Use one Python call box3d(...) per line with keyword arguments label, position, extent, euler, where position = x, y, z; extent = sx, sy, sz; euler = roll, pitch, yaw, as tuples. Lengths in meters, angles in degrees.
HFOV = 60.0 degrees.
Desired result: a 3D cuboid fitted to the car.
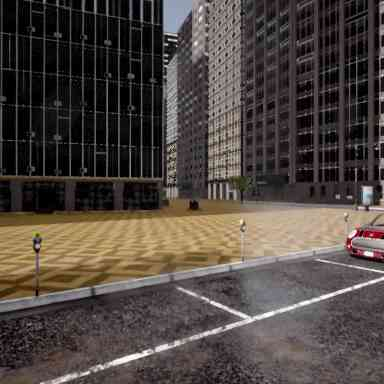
box3d(label="car", position=(7.229, 1.437, 11.702), extent=(4.097, 1.590, 1.967), euler=(0, 0, -35))
